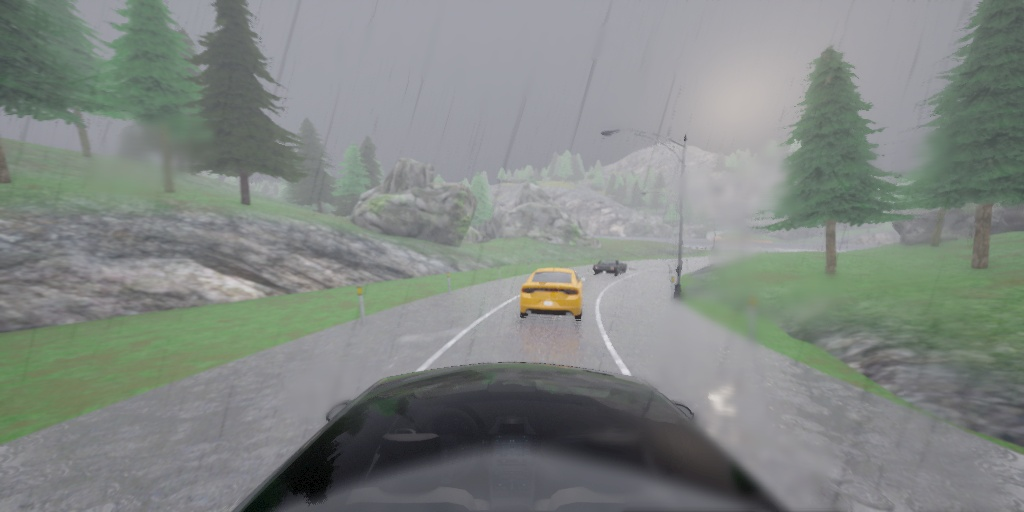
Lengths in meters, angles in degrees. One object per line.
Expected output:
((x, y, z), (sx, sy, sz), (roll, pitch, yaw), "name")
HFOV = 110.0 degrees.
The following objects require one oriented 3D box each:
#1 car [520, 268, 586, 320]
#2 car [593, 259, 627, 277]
((1.519, 1.153, 12.562), (1.882, 1.535, 5.008), (1, 1, 11), "car")
((8.281, 0.908, 29.954), (1.895, 1.301, 4.718), (3, 3, 28), "car")
